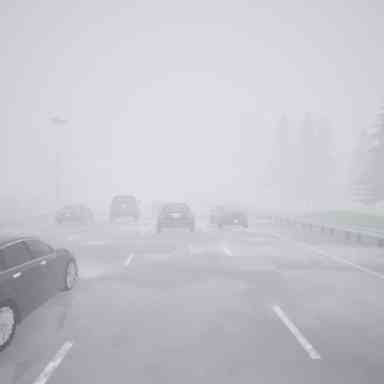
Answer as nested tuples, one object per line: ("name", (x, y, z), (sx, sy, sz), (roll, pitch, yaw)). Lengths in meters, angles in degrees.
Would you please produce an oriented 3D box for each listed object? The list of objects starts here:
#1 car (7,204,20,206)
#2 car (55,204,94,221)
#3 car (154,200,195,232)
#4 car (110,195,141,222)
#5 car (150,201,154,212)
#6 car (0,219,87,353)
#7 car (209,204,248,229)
("car", (-29.066, 1.554, 53.407), (2.128, 1.511, 4.902), (0, 0, -16))
("car", (-8.557, 1.566, 24.525), (2.033, 1.411, 5.357), (0, 0, -7))
("car", (-1.074, 1.355, 20.242), (2.097, 1.767, 4.553), (0, 0, -6))
("car", (-5.367, 1.233, 26.975), (2.150, 2.045, 5.566), (0, 0, -8))
("car", (-3.870, 1.610, 39.321), (1.895, 1.301, 4.718), (0, 0, -11))
("car", (-3.600, 1.512, 6.055), (1.837, 1.490, 4.892), (0, 0, -2))
("car", (2.317, 1.522, 21.549), (1.812, 1.442, 4.674), (0, 0, -6))
